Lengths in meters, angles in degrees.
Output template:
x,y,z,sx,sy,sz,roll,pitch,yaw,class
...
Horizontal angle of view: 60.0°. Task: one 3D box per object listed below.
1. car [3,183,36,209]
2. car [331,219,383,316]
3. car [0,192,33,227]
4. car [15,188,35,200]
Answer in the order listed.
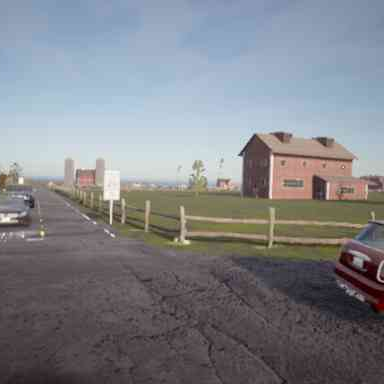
x,y,z,sx,sy,sz,roll,pitch,yaw,class
-14.617,0.291,28.280,2.150,2.045,5.566,1,2,-26,car
5.044,1.298,5.880,4.553,1.767,2.097,1,2,0,car
-9.419,0.942,17.242,1.812,1.442,4.674,1,1,-25,car
-20.988,0.224,41.899,1.994,1.385,4.181,1,1,-24,car
